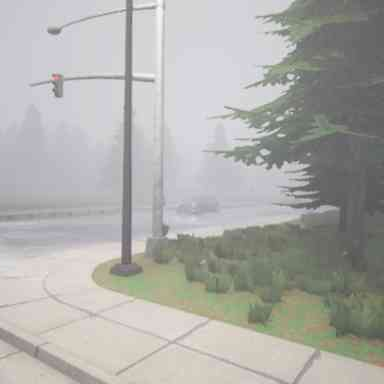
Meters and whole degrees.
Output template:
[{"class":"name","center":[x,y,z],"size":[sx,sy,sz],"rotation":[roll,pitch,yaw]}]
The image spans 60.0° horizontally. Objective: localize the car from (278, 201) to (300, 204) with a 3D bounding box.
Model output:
[{"class":"car","center":[13.861,1.288,47.275],"size":[1.994,1.385,4.181],"rotation":[1,1,37]}]

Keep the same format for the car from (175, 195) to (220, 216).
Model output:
[{"class":"car","center":[0.564,1.071,28.820],"size":[2.097,1.767,4.553],"rotation":[1,1,35]}]
